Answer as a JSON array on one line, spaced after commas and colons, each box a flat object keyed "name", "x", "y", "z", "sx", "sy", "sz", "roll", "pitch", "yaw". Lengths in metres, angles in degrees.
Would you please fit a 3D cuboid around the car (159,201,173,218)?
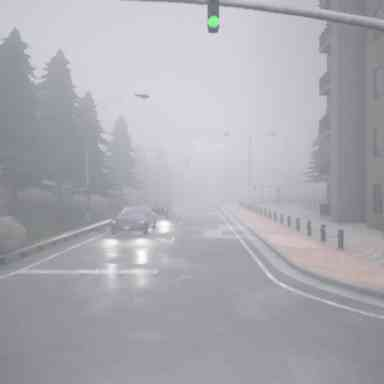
[{"name": "car", "x": -2.737, "y": 1.473, "z": 28.582, "sx": 1.895, "sy": 1.301, "sz": 4.718, "roll": 0, "pitch": 0, "yaw": 2}]

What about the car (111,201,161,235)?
[{"name": "car", "x": -3.093, "y": 1.452, "z": 18.427, "sx": 1.812, "sy": 1.442, "sz": 4.674, "roll": 0, "pitch": 0, "yaw": 2}]
